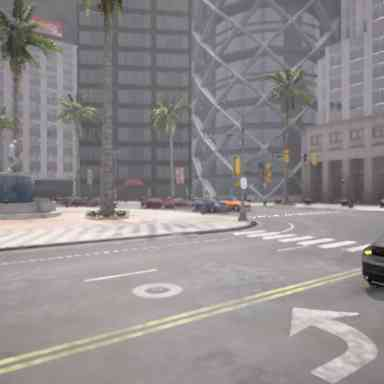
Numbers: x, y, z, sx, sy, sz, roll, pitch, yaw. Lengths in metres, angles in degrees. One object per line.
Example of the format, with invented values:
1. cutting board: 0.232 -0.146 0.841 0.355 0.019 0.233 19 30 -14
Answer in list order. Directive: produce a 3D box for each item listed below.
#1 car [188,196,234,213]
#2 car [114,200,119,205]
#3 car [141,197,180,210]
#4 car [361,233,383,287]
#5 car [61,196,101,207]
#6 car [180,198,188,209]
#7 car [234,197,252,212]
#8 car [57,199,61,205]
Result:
1. car: 2.032 1.325 36.896 2.097 1.767 4.553 0 0 -39
2. car: -13.700 1.470 51.603 4.902 1.511 2.128 0 0 13
3. car: -4.459 1.453 43.480 5.008 1.535 1.882 0 0 34
4. car: 5.992 1.492 8.045 4.892 1.490 1.837 0 0 -36
5. car: -16.138 1.585 48.633 4.718 1.301 1.895 0 0 10
6. car: -1.323 1.497 45.434 4.674 1.442 1.812 0 0 37
7. car: 4.850 1.321 38.918 2.097 1.767 4.553 0 0 -39
8. car: -21.683 1.460 59.685 5.008 1.535 1.882 0 0 2
